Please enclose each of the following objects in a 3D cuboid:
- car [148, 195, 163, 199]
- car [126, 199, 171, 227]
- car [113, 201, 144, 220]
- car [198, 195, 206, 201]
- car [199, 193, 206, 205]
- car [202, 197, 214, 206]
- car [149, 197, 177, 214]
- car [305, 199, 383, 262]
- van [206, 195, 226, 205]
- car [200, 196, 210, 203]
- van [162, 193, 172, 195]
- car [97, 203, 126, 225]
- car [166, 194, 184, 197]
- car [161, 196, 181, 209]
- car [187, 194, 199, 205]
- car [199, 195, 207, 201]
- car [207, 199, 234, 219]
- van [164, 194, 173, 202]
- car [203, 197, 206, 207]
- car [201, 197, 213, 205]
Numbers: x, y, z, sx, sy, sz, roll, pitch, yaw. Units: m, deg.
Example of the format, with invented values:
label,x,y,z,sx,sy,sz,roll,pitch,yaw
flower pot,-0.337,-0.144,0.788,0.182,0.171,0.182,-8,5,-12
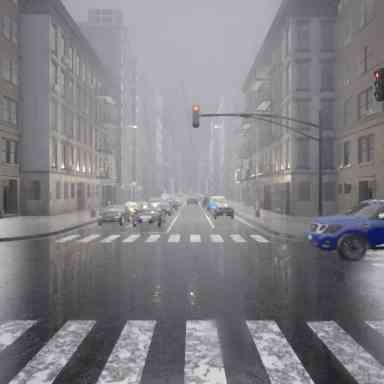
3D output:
label,x,y,z,sx,sy,sz,roll,pitch,yaw
car,-5.414,1.436,45.111,1.967,1.590,4.097,0,0,0
car,-2.851,1.489,22.855,2.128,1.511,4.902,0,0,0
car,-5.398,1.523,28.723,1.752,1.417,4.829,0,0,0
car,2.648,1.560,88.363,1.947,1.339,4.313,0,0,0
car,2.641,1.311,50.519,2.192,1.841,5.009,0,0,0
car,2.642,1.562,55.925,1.947,1.339,4.313,0,0,0
car,-2.848,1.544,32.738,2.033,1.411,5.357,0,0,0
car,6.978,1.267,11.837,5.566,2.045,2.150,0,0,0
van,2.638,1.338,34.300,1.690,1.788,3.998,0,0,0
car,2.644,1.521,66.907,1.752,1.417,4.829,0,0,0
van,-5.435,1.336,66.736,1.690,1.788,3.998,0,0,0
car,-5.392,1.549,23.486,2.008,1.369,4.403,0,0,0
car,-2.801,1.473,53.006,1.882,1.535,5.008,0,0,1
car,-2.838,1.560,42.752,1.994,1.385,4.181,0,0,1
car,0.094,1.501,57.056,1.837,1.490,4.892,0,0,0
car,2.647,1.539,82.957,1.887,1.381,4.507,0,0,0
car,2.637,1.548,28.894,2.008,1.369,4.403,0,0,0
van,-5.446,1.336,77.548,1.690,1.788,3.998,0,0,0
car,2.639,1.578,39.707,1.802,1.307,4.206,0,0,0
car,2.643,1.546,61.332,2.008,1.369,4.403,0,0,0
